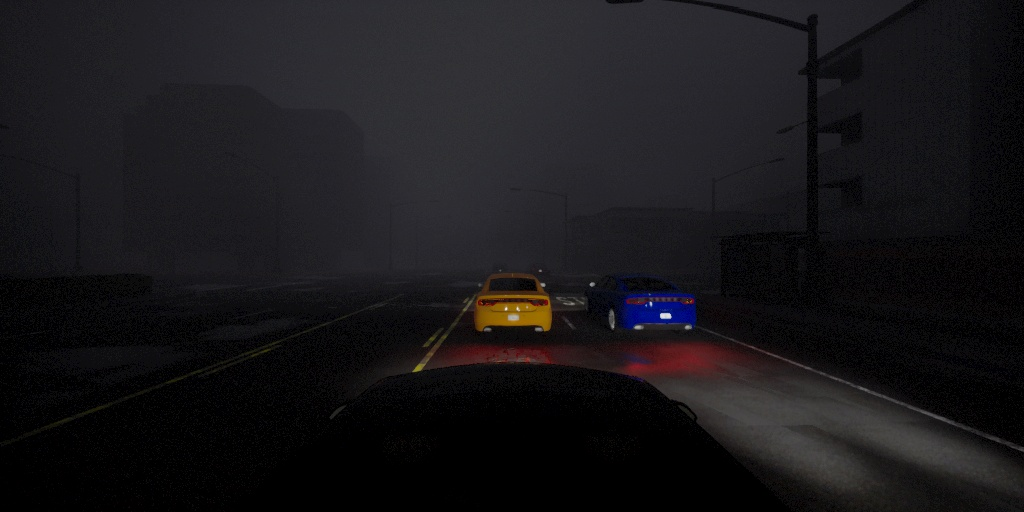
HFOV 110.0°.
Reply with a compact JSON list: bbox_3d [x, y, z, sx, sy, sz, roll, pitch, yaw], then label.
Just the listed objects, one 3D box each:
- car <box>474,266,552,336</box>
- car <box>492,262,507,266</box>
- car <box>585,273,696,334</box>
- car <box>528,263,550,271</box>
[{"bbox_3d":[0.002,1.228,10.486,1.882,1.535,5.008,0,0,-1],"label":"car"},{"bbox_3d":[-1.537,1.446,44.984,1.895,1.301,4.718,0,-1,-4],"label":"car"},{"bbox_3d":[3.501,1.228,10.717,1.882,1.535,5.008,0,0,-1],"label":"car"},{"bbox_3d":[2.535,1.350,35.441,1.994,1.385,4.181,0,0,-3],"label":"car"}]
